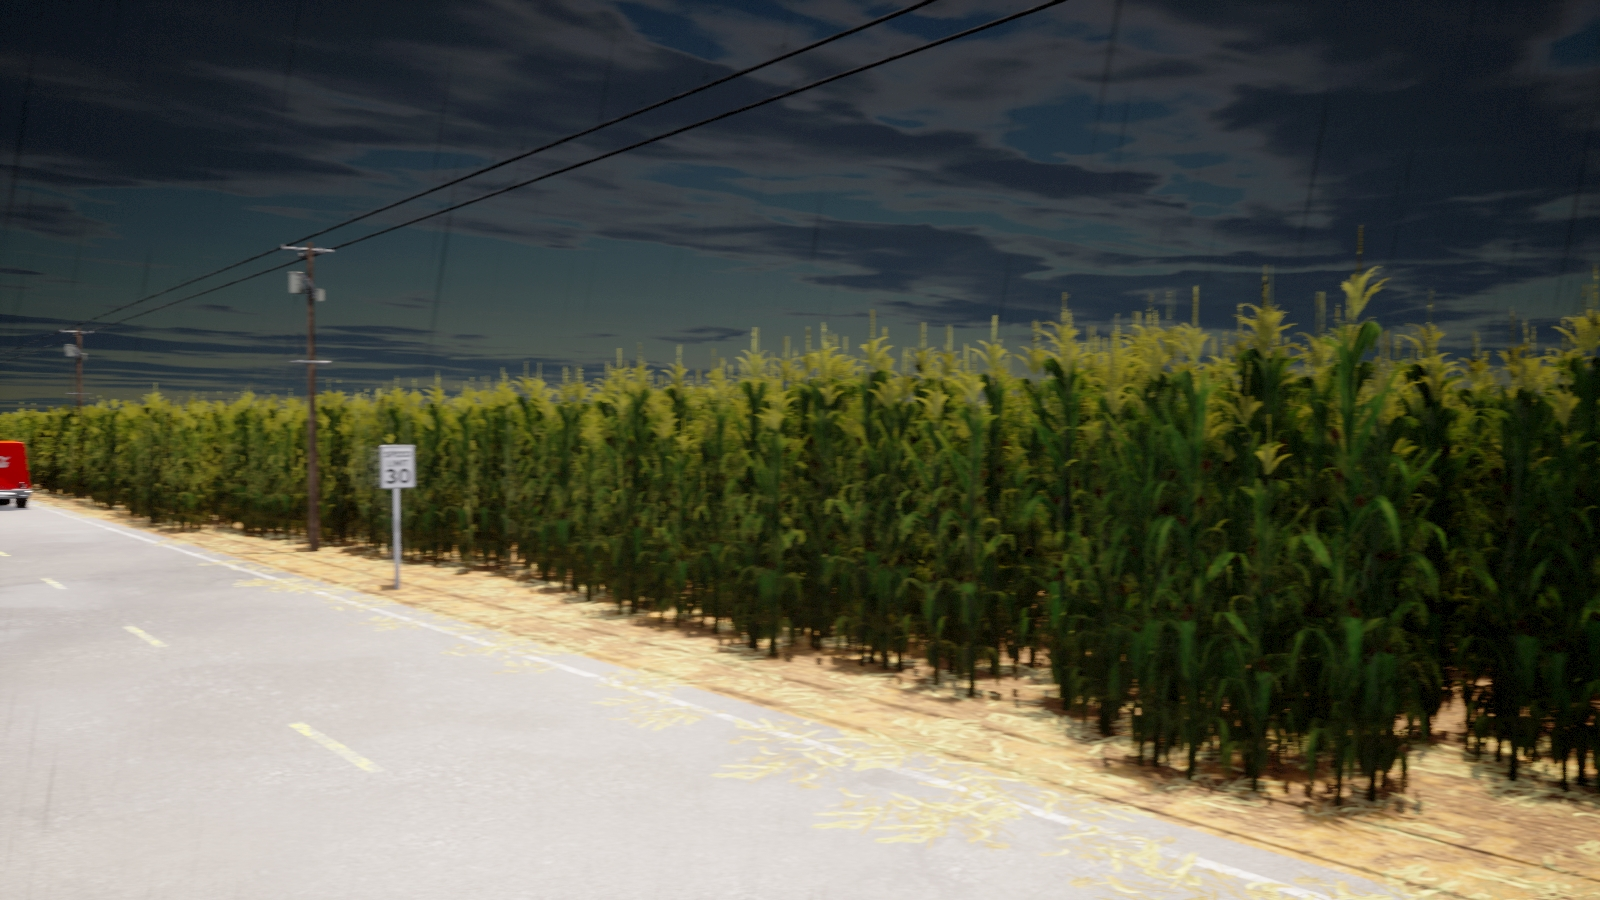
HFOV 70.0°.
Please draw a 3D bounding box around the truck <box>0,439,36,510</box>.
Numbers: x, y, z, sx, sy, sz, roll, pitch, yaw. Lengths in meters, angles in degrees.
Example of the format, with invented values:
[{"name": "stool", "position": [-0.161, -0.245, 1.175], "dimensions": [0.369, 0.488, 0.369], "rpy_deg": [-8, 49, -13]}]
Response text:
[{"name": "truck", "position": [-30.120, 0.839, 42.029], "dimensions": [2.627, 2.467, 5.204], "rpy_deg": [-1, 2, -41]}]
